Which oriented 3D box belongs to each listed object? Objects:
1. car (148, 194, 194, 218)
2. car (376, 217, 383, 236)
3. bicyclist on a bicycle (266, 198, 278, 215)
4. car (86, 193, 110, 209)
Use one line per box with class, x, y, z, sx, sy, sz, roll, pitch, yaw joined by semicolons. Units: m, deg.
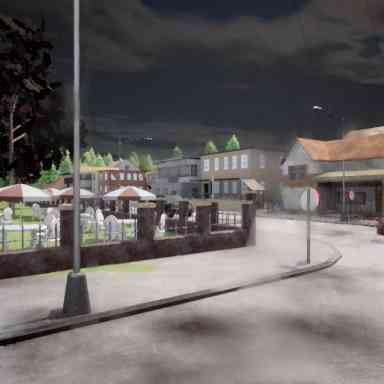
car;-2.090;1.222;30.478;2.150;2.045;5.566;0;0;-35
car;10.364;1.525;13.963;4.674;1.442;1.812;0;0;44
bicyclist on a bicycle;7.542;1.349;31.424;1.656;1.620;0.582;0;0;-35
car;-12.974;1.223;45.863;2.150;2.045;5.566;0;0;-35
